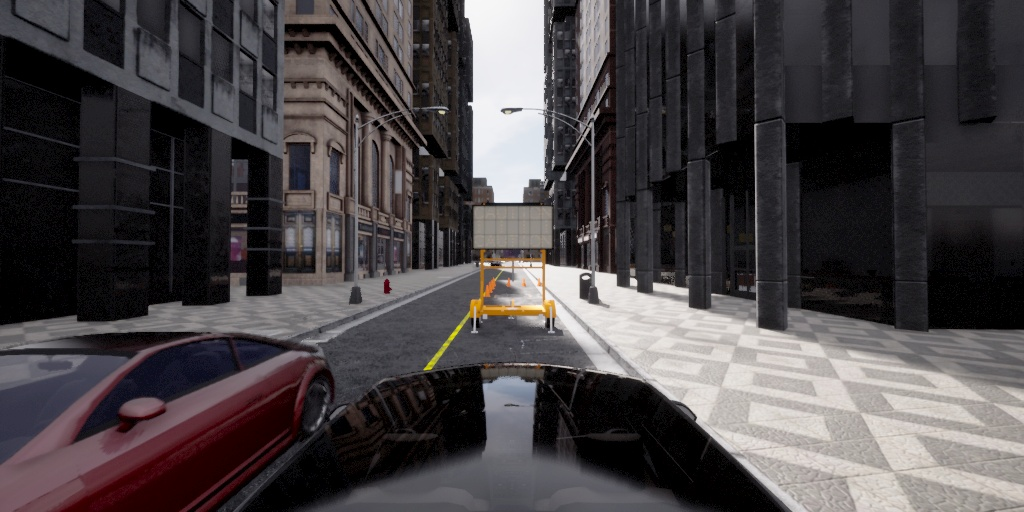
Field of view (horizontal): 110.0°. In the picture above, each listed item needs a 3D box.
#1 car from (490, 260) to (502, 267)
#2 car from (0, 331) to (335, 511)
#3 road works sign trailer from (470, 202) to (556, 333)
[{"bbox_3d":[-2.804,1.430,62.393,1.895,1.301,4.718,0,0,0],"label":"car"},{"bbox_3d":[-3.099,1.314,2.571,1.994,1.385,4.181,0,0,0],"label":"car"},{"bbox_3d":[0.029,0.216,10.712,2.380,3.560,2.880,0,0,0],"label":"road works sign trailer"}]
